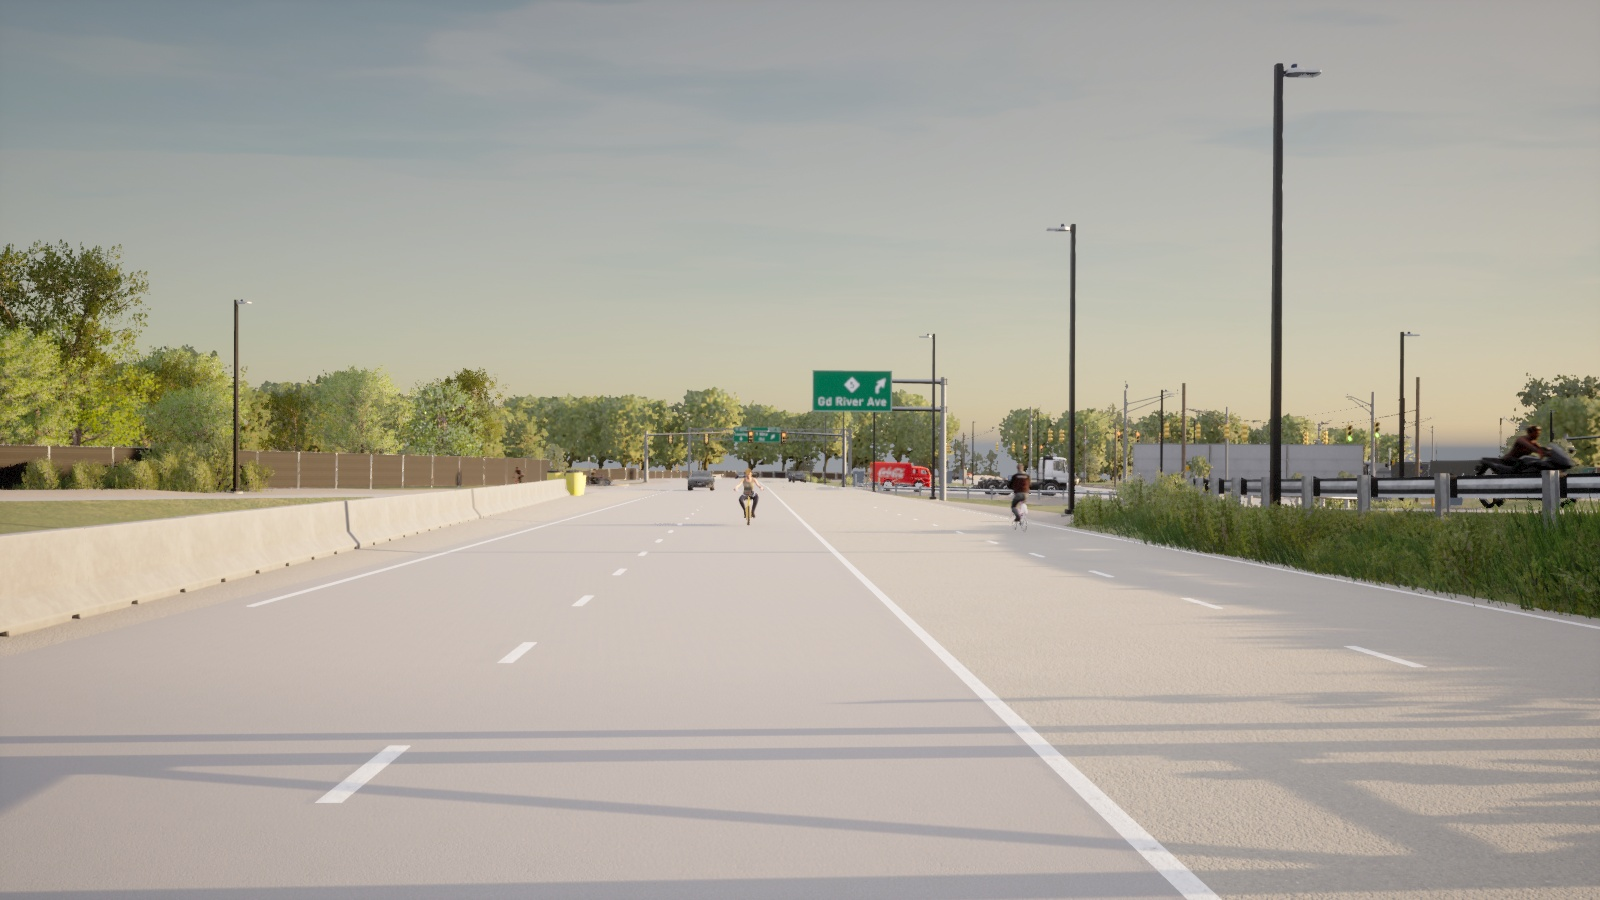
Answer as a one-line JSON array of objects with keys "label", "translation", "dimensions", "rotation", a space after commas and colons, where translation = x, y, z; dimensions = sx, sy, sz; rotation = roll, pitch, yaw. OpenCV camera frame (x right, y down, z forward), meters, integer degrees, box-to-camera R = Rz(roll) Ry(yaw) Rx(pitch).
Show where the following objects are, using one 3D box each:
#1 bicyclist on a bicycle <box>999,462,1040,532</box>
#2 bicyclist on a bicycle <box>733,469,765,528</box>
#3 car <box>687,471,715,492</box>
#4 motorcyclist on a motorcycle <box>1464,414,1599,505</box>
[{"label": "bicyclist on a bicycle", "translation": [5.683, 1.195, 32.606], "dimensions": [0.659, 1.776, 1.843], "rotation": [0, -1, -2]}, {"label": "bicyclist on a bicycle", "translation": [-1.433, 1.340, 35.335], "dimensions": [0.866, 1.612, 1.509], "rotation": [0, -1, -2]}, {"label": "car", "translation": [-7.253, 2.317, 92.489], "dimensions": [1.837, 1.490, 4.892], "rotation": [0, -1, -2]}, {"label": "motorcyclist on a motorcycle", "translation": [13.033, 0.206, 22.422], "dimensions": [0.797, 1.523, 2.044], "rotation": [3, -3, -21]}]
